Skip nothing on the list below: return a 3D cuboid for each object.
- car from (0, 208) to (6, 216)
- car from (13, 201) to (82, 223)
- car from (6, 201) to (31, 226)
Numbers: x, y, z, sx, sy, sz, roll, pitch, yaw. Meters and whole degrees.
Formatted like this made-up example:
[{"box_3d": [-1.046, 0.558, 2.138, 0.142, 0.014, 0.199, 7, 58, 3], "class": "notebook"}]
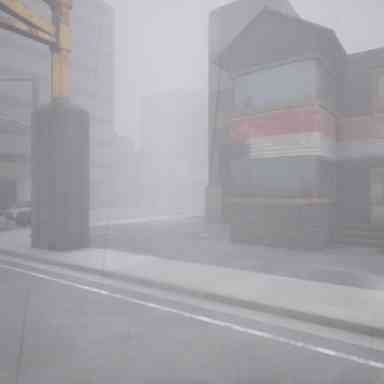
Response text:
[{"box_3d": [-12.868, 1.282, 25.423, 4.536, 1.218, 1.853, 0, 0, -30], "class": "car"}, {"box_3d": [-9.697, 1.284, 22.775, 1.853, 1.218, 4.536, 0, 0, 15], "class": "car"}, {"box_3d": [-9.710, 1.442, 22.724, 2.038, 1.542, 4.974, 0, 0, 15], "class": "car"}]
